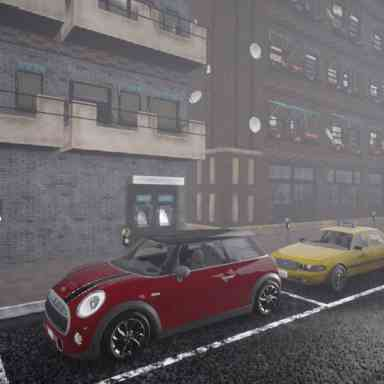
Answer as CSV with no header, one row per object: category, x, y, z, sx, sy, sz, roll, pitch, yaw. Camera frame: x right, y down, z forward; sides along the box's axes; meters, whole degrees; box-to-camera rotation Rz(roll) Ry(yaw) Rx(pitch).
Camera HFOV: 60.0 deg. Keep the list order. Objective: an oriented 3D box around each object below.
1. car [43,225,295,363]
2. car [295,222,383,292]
car,-0.363,1.441,5.829,4.097,1.590,1.967,0,1,-36
car,4.013,1.527,8.957,4.829,1.417,1.752,0,1,-36
